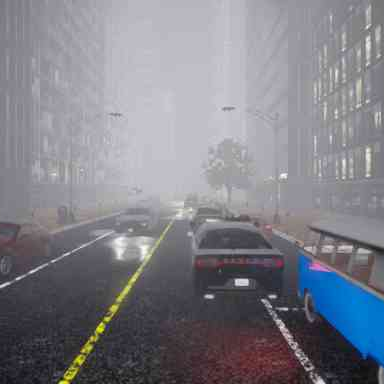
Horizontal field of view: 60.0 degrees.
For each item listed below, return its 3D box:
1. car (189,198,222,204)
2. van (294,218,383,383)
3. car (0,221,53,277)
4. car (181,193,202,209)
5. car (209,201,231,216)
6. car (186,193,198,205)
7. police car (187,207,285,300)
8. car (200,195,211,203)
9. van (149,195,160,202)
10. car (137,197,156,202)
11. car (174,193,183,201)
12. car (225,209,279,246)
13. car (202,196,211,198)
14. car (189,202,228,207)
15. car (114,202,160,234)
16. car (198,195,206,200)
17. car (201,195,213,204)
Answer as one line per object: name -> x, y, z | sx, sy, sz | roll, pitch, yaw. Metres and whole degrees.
car -> 0.895, 1.455, 24.658 | 1.801, 1.575, 5.366 | 0, 0, 0
van -> 2.690, 1.341, 4.449 | 1.690, 1.788, 3.998 | 0, 0, 0
car -> -5.692, 1.582, 10.142 | 1.802, 1.307, 4.206 | 0, 0, 0
car -> 0.002, 1.344, 45.578 | 2.097, 1.767, 4.553 | 0, 0, 1
car -> 2.684, 1.581, 32.911 | 1.802, 1.307, 4.206 | 0, 0, 0
car -> -0.012, 1.195, 59.244 | 2.150, 2.045, 5.566 | 0, 0, 0
police car -> 0.899, 1.425, 8.578 | 1.930, 1.638, 5.238 | 0, 0, 0
car -> 2.678, 1.401, 67.065 | 1.967, 1.590, 4.097 | 0, 0, 0
van -> -5.699, 1.328, 49.990 | 1.690, 1.788, 3.998 | 0, 0, 0
car -> -5.698, 1.548, 38.605 | 2.008, 1.369, 4.403 | 0, 0, 0
car -> -3.016, 1.163, 78.307 | 2.150, 2.045, 5.566 | 0, 0, 0
car -> 2.687, 1.581, 15.833 | 1.802, 1.307, 4.206 | 0, 0, 0
car -> 2.682, 1.544, 44.296 | 2.008, 1.369, 4.403 | 0, 0, 0
car -> 0.896, 1.505, 18.468 | 1.837, 1.490, 4.892 | 0, 0, 0
car -> -3.103, 1.547, 19.468 | 2.033, 1.411, 5.357 | 0, 0, 0
car -> 2.674, 1.462, 89.836 | 1.887, 1.381, 4.507 | 0, 0, 0
car -> 2.679, 1.410, 61.373 | 1.967, 1.590, 4.097 | 0, 0, 0
